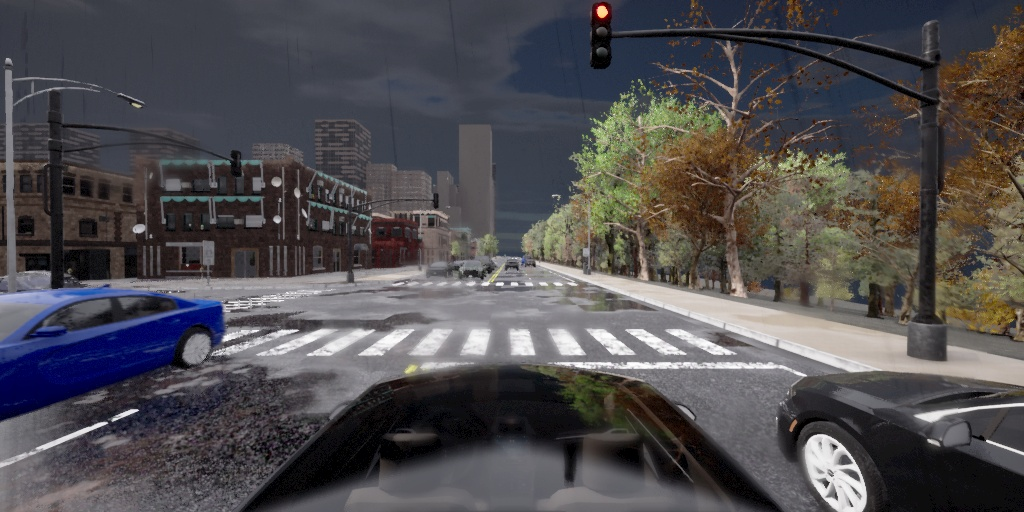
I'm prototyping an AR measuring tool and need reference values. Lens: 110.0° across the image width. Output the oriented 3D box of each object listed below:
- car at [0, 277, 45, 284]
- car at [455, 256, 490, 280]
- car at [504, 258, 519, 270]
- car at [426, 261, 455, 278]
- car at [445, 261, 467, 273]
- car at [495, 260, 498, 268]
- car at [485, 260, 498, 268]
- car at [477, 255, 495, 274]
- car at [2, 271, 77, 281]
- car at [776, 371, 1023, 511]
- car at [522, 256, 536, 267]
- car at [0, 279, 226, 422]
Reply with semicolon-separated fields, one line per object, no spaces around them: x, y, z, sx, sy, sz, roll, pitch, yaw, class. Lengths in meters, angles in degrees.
-19.973;1.565;12.639;4.313;1.339;1.948;0;0;0;car
-3.413;1.093;31.699;2.097;1.767;4.553;0;0;0;car
-0.019;1.235;52.383;1.837;1.490;4.892;0;0;0;car
-6.664;1.218;33.525;1.882;1.535;5.008;0;0;0;car
-6.683;1.337;43.487;1.895;1.301;4.718;0;0;0;car
-3.457;1.296;50.784;1.994;1.385;4.181;0;0;0;car
-3.449;1.329;61.065;1.895;1.301;4.718;0;0;1;car
-3.435;0.958;41.278;2.150;2.045;5.566;0;0;0;car
-20.777;1.528;15.342;5.357;1.411;2.033;-1;1;0;car
3.366;1.255;1.263;1.837;1.490;4.892;0;0;-2;car
3.203;1.231;63.662;1.837;1.490;4.892;0;0;0;car
-6.502;1.227;4.939;1.882;1.535;5.008;1;0;-2;car
